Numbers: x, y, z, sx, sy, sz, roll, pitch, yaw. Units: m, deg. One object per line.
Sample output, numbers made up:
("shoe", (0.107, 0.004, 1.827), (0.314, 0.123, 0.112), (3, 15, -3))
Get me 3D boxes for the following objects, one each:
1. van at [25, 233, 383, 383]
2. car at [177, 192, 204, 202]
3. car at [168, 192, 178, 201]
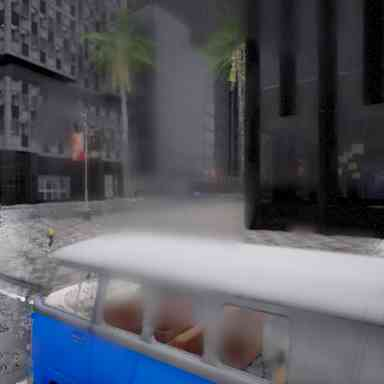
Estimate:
("van", (0.262, 1.343, 2.774), (3.998, 1.788, 1.690), (0, 0, 35))
("car", (0.215, 0.779, 53.059), (1.812, 1.442, 4.674), (0, 1, 36))
("car", (-1.983, 0.731, 55.569), (2.128, 1.511, 4.902), (0, 1, 36))
